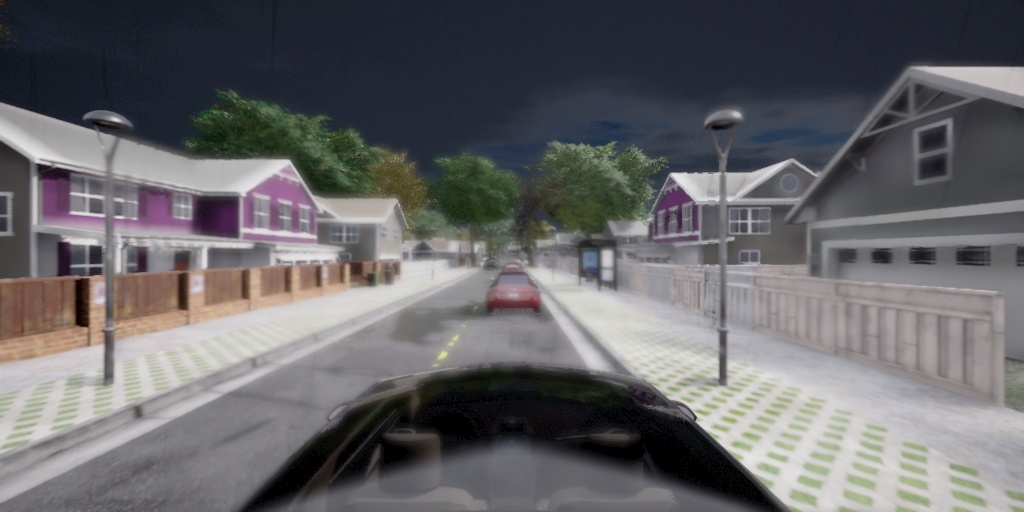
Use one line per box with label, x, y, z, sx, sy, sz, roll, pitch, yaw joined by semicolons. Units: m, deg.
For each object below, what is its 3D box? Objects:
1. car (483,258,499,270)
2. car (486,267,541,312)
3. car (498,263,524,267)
car;-2.850;1.066;50.161;2.097;1.767;4.553;0;0;0
car;0.066;1.305;14.165;1.994;1.385;4.181;0;0;0
car;0.063;1.256;29.723;1.812;1.442;4.674;0;0;0
